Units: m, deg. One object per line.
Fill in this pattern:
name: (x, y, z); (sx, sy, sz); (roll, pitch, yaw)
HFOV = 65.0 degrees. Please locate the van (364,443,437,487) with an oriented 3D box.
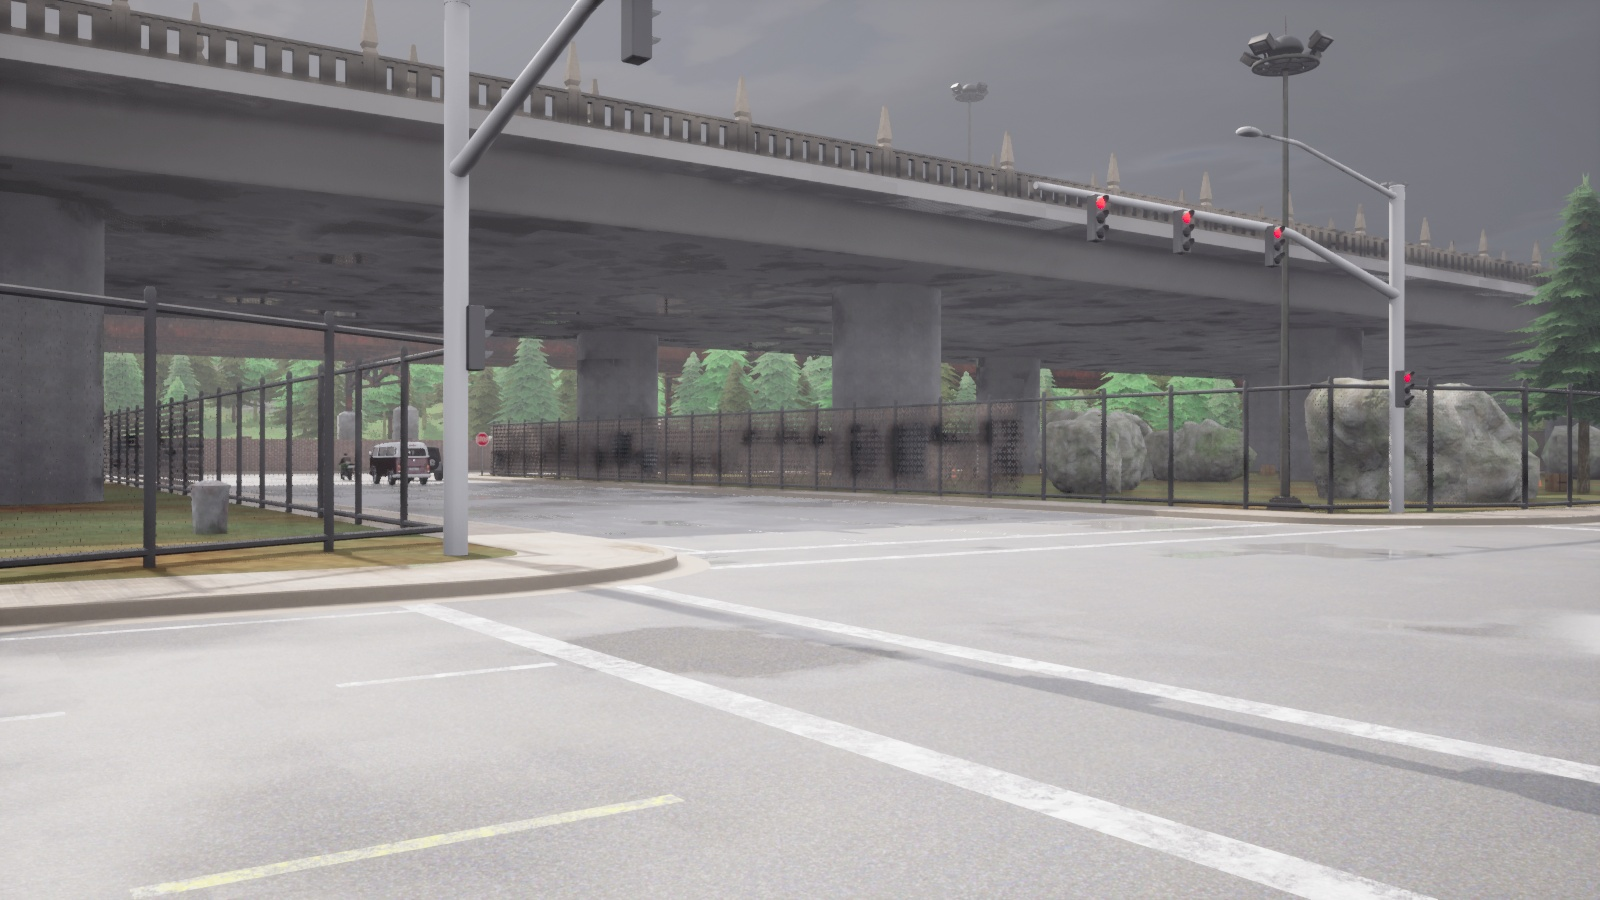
van: (-19.198, 0.712, 60.223); (2.069, 2.038, 4.480); (0, 0, -35)

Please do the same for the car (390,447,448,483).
car: (-20.874, 0.809, 68.727); (1.905, 1.878, 3.866); (0, 0, -35)

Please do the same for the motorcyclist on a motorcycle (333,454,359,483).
motorcyclist on a motorcycle: (-24.553, 1.000, 67.878); (0.797, 1.523, 2.044); (0, 0, -35)
